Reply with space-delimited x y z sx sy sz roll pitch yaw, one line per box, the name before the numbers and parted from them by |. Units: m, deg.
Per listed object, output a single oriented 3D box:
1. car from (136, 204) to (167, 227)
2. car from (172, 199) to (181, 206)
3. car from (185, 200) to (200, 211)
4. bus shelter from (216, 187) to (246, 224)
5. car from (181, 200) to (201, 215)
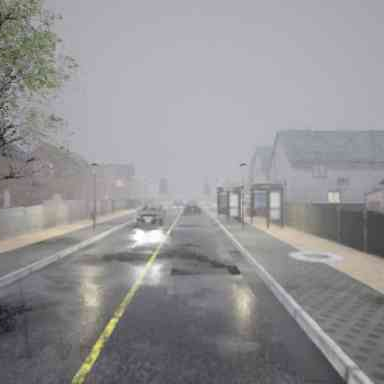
car | -2.832 1.626 23.976 2.128 1.511 4.902 0 0 0
car | -2.725 2.069 64.919 1.994 1.385 4.181 0 -1 1
car | 0.035 1.870 47.090 2.033 1.411 5.357 0 -1 0
bus shelter | 3.020 1.025 26.541 1.920 2.740 3.880 0 -1 0
car | 0.047 1.797 37.416 1.994 1.385 4.181 0 0 0
